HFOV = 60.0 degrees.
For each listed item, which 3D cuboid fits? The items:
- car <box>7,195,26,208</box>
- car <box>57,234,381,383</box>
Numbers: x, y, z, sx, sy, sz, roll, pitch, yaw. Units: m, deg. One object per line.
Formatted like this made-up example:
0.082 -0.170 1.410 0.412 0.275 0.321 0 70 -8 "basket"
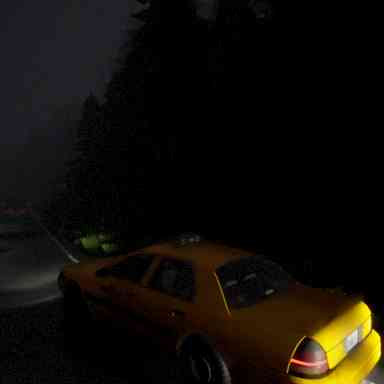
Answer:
-21.124 1.060 40.059 2.128 1.511 4.902 -2 2 -26 "car"
-0.249 1.418 5.079 5.366 1.575 1.801 1 1 44 "car"
